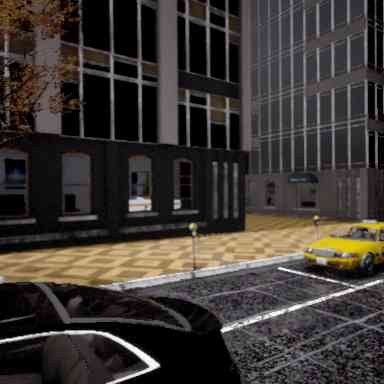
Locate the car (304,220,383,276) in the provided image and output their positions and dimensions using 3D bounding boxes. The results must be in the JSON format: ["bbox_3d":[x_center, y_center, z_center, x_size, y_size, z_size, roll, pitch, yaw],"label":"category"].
[{"bbox_3d":[5.492,1.576,10.482,4.829,1.417,1.752,0,-1,-35],"label":"car"}]

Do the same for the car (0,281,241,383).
[{"bbox_3d":[-1.868,1.504,2.047,4.892,1.490,1.837,1,0,-35],"label":"car"}]
